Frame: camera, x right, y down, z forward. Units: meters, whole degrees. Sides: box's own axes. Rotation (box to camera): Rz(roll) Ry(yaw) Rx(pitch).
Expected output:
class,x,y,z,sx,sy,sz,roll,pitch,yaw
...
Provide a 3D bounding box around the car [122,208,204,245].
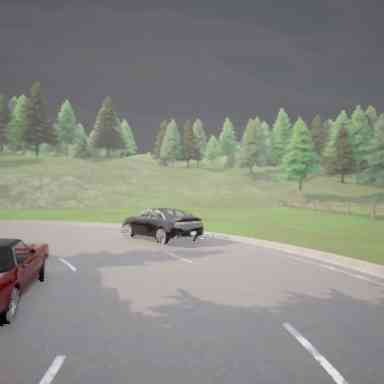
class,x,y,z,sx,sy,sz,roll,pitch,yaw
car,-1.523,1.503,15.720,2.128,1.511,4.902,0,0,-40

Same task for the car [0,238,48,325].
class,x,y,z,sx,sy,sz,roll,pitch,yaw
car,-4.262,1.603,6.798,1.895,1.301,4.718,0,0,-14
